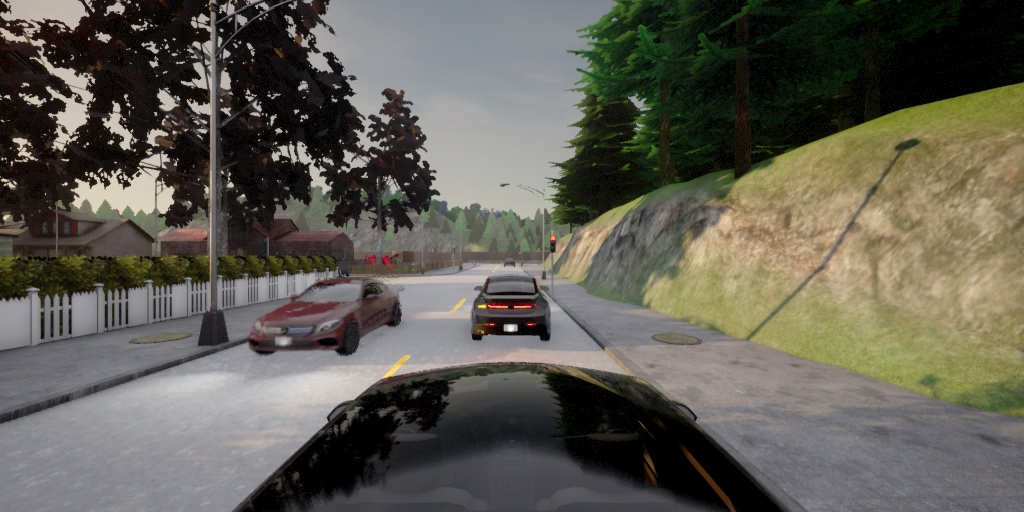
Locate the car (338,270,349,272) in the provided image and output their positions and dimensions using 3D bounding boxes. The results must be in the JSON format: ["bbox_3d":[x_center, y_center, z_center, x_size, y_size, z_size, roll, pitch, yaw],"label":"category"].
[{"bbox_3d":[-15.300,1.351,28.075,4.718,1.301,1.895,0,0,-1],"label":"car"}]

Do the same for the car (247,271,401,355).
[{"bbox_3d":[-4.125,1.276,8.797,1.812,1.442,4.674,0,0,0],"label":"car"}]

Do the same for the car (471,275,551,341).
[{"bbox_3d":[-0.017,1.255,9.914,1.837,1.490,4.892,0,0,0],"label":"car"}]
